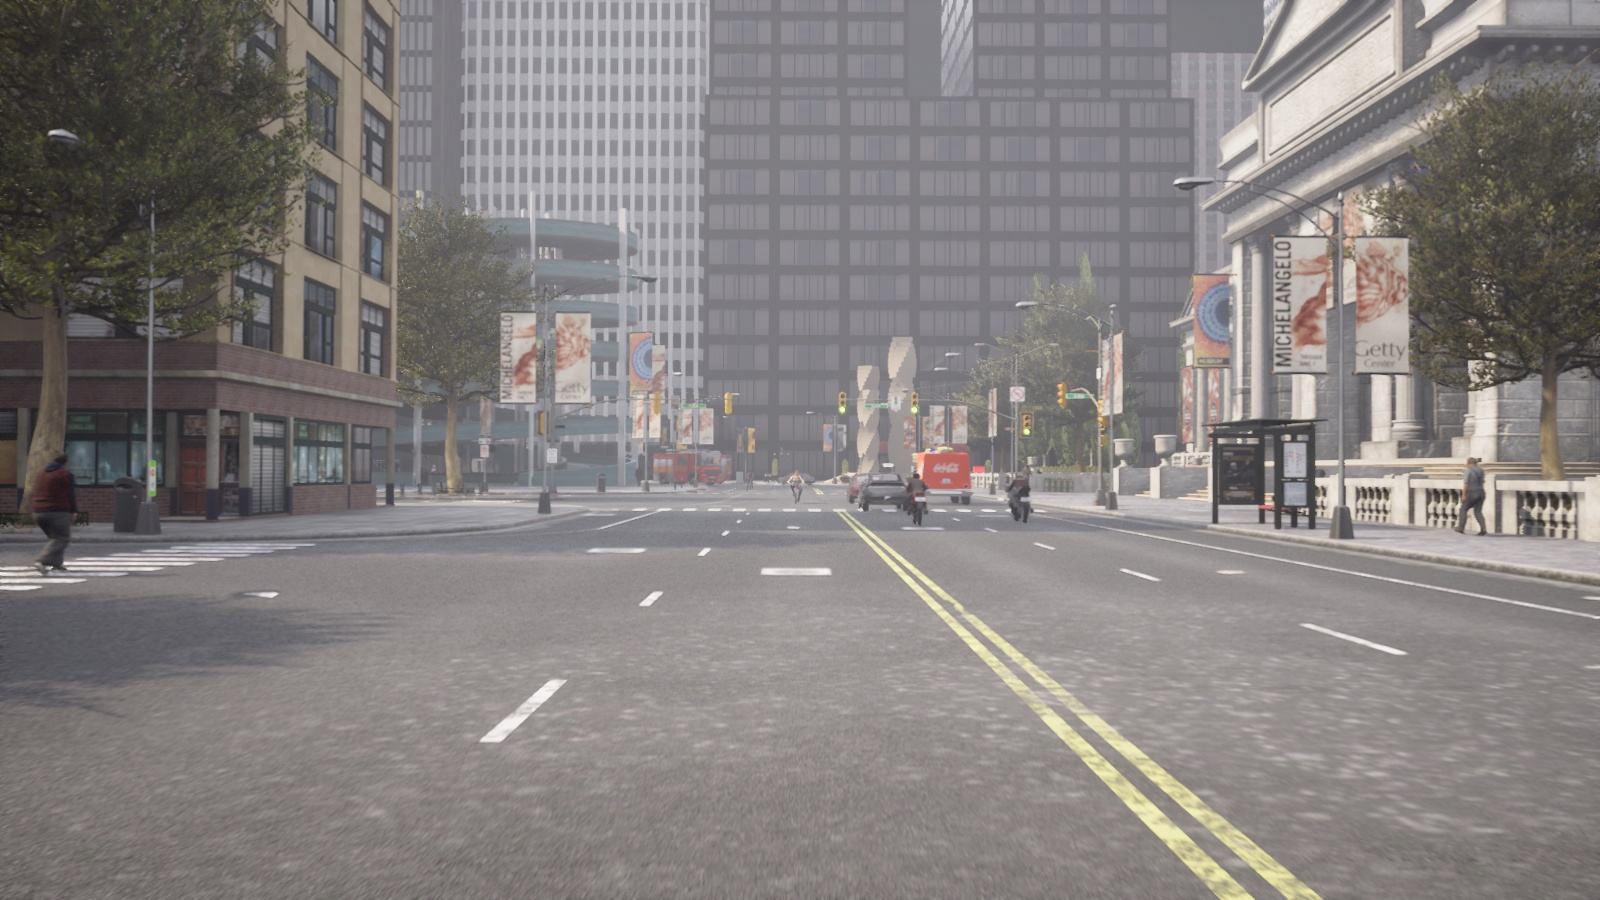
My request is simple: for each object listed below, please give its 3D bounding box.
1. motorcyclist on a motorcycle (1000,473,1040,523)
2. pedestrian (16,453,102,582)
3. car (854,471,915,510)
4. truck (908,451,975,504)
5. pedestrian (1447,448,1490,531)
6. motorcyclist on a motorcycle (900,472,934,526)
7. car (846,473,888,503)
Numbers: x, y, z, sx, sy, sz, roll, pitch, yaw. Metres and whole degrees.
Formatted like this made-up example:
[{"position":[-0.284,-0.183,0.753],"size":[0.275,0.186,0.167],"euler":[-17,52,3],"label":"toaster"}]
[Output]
[{"position":[6.880,1.481,39.360],"size":[0.866,1.530,2.191],"euler":[0,-1,0],"label":"motorcyclist on a motorcycle"},{"position":[-10.878,0.974,18.460],"size":[0.634,1.844,0.899],"euler":[0,-1,13],"label":"pedestrian"},{"position":[3.345,1.607,50.732],"size":[2.128,1.511,4.902],"euler":[0,-1,0],"label":"car"},{"position":[6.812,1.324,61.121],"size":[2.627,2.467,5.204],"euler":[0,-1,0],"label":"truck"},{"position":[15.151,0.887,28.469],"size":[0.540,1.848,0.694],"euler":[0,-1,-8],"label":"pedestrian"},{"position":[3.389,1.394,36.457],"size":[0.797,1.523,2.044],"euler":[0,-1,0],"label":"motorcyclist on a motorcycle"},{"position":[3.310,1.871,62.377],"size":[1.812,1.442,4.674],"euler":[0,-1,0],"label":"car"}]
